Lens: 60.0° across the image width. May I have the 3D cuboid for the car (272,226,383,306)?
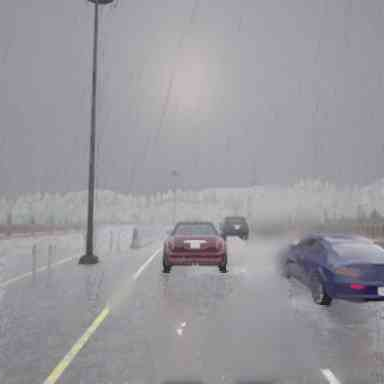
[{"bbox_3d":[3.599,1.785,8.471,1.812,1.442,4.674,0,-3,0],"label":"car"}]

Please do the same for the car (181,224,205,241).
[{"bbox_3d":[0.097,3.663,30.368,1.994,1.385,4.181,0,-6,0],"label":"car"}]

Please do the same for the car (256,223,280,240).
[{"bbox_3d":[7.098,3.600,30.462,2.128,1.511,4.902,0,-6,0],"label":"car"}]

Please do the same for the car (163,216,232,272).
[{"bbox_3d":[0.099,1.842,12.538,2.097,1.767,4.553,0,-4,0],"label":"car"}]

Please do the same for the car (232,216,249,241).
[{"bbox_3d":[3.597,3.193,29.064,2.150,2.045,5.566,0,-6,0],"label":"car"}]
